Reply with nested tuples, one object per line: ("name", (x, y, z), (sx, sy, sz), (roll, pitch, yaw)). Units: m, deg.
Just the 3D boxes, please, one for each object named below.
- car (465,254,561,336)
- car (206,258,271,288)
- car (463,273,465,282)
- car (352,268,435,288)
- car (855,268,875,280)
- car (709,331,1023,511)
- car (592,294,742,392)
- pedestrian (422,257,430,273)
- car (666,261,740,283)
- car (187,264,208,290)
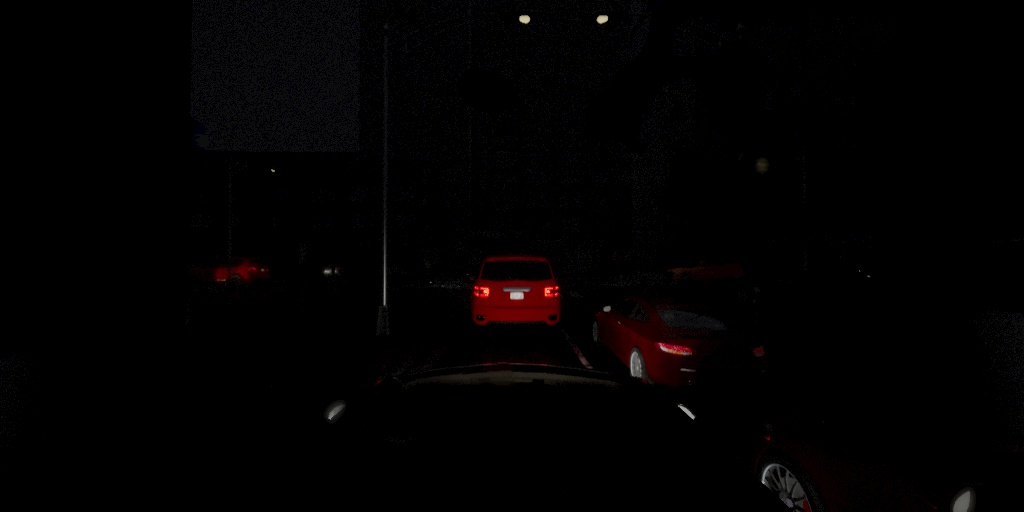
("car", (0.083, 0.967, 10.542), (2.150, 2.045, 5.566), (0, 0, 0))
("car", (-20.491, 1.214, 25.709), (5.566, 2.045, 2.150), (-1, -1, -1))
("car", (-1.182, 1.294, 25.597), (4.674, 1.442, 1.812), (0, -1, 0))
("car", (-7.348, 1.377, 22.659), (4.718, 1.301, 1.895), (-1, -1, 0))
("car", (27.580, 1.121, 25.523), (4.718, 1.301, 1.895), (0, -1, 0))
("car", (2.640, 1.332, 1.022), (1.802, 1.307, 4.207), (0, 0, 0))
("car", (2.631, 1.329, 6.460), (1.802, 1.307, 4.207), (0, 0, 0))
("pedestrian", (-6.866, 1.020, 28.527), (0.375, 1.860, 0.375), (0, 0, 0))
("car", (13.639, 1.109, 25.557), (5.008, 1.535, 1.882), (0, -1, 0))
("car", (-22.749, 1.448, 22.701), (5.008, 1.535, 1.882), (-1, -1, 0))
